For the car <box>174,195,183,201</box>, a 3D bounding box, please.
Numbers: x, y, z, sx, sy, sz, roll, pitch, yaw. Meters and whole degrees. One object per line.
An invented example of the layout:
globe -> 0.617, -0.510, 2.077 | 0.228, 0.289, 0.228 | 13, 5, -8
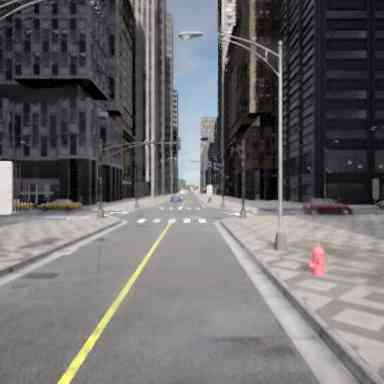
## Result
car -> -3.018, 1.332, 77.671 | 1.895, 1.301, 4.718 | 0, 0, 0

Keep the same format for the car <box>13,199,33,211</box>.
car -> -20.627, 1.451, 37.970 | 4.829, 1.417, 1.752 | 0, 0, 0

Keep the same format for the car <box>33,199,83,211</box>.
car -> -15.026, 1.436, 37.937 | 4.829, 1.417, 1.752 | 0, 0, 0

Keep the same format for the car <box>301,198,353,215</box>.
car -> 11.888, 1.285, 29.255 | 4.097, 1.590, 1.967 | 0, 0, 0

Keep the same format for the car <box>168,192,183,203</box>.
car -> -3.048, 1.262, 62.203 | 1.882, 1.535, 5.008 | 0, 0, 1

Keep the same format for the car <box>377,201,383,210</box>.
car -> 23.137, 1.258, 37.714 | 4.097, 1.590, 1.967 | 0, 0, 0
